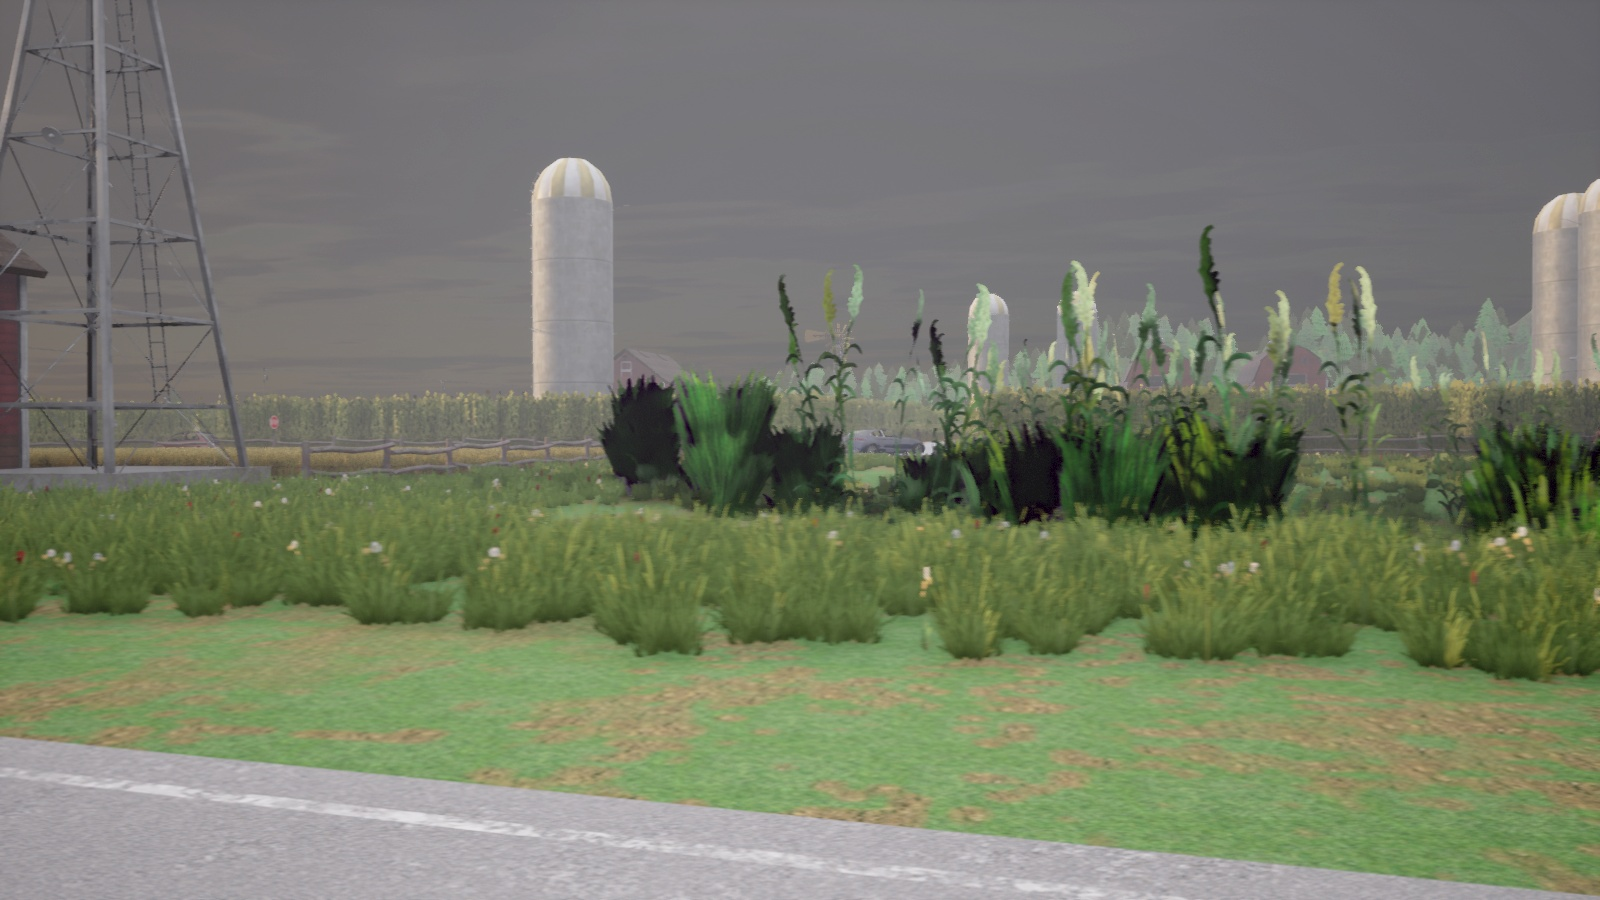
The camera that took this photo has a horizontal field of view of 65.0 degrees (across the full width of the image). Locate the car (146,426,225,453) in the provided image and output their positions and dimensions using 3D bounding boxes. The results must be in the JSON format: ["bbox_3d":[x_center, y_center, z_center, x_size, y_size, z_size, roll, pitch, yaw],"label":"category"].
[{"bbox_3d":[-37.205,-0.633,76.052,3.988,1.617,1.851,0,1,13],"label":"car"}]

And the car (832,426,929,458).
[{"bbox_3d":[4.345,-0.458,67.380,5.027,1.651,2.152,0,1,-38],"label":"car"}]
